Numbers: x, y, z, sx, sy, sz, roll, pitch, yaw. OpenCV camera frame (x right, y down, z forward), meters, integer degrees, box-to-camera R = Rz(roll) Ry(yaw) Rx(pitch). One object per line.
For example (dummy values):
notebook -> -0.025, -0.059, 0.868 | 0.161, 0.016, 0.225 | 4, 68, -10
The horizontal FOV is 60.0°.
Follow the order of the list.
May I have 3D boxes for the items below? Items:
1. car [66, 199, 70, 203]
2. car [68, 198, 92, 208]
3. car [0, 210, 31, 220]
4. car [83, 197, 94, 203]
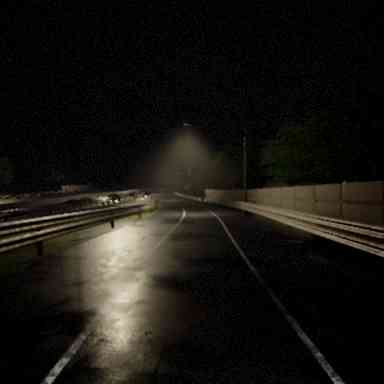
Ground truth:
car -> -30.333, 2.321, 85.518 | 1.895, 1.301, 4.718 | 0, 3, 9
car -> -25.074, 2.733, 74.481 | 1.837, 1.490, 4.892 | 0, 3, 9
car -> -28.393, 3.659, 54.543 | 2.128, 1.511, 4.902 | 0, 3, 9
car -> -26.891, 2.105, 84.874 | 2.097, 1.767, 4.553 | 0, 3, 9
